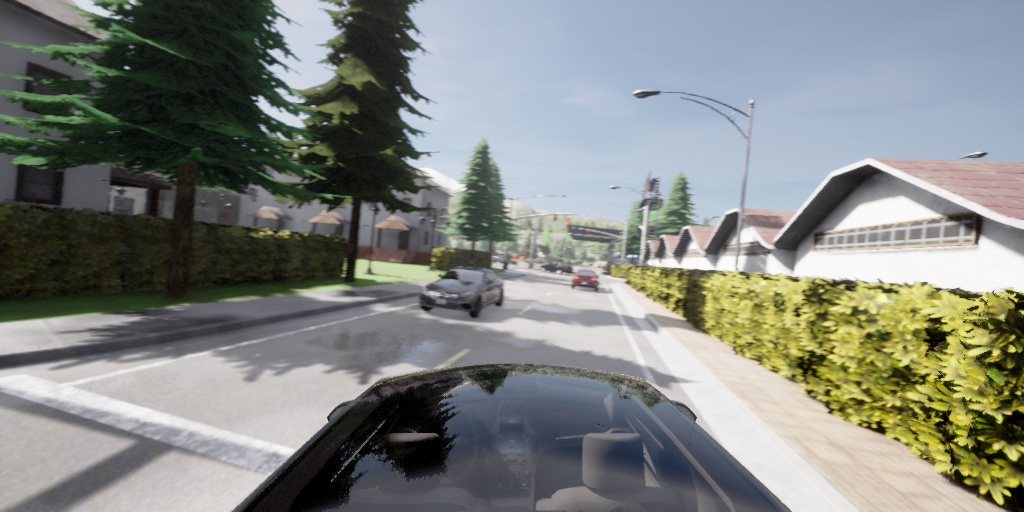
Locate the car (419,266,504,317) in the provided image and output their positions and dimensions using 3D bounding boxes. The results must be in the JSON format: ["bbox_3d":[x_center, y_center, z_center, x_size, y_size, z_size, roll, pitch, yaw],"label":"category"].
[{"bbox_3d":[-1.511,1.101,12.607,1.812,1.442,4.674,5,0,13],"label":"car"}]

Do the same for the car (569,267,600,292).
[{"bbox_3d":[5.456,1.719,26.549,1.812,1.442,4.674,5,0,13],"label":"car"}]

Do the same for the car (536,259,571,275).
[{"bbox_3d":[5.667,1.532,45.966,1.837,1.490,4.892,6,0,-39],"label":"car"}]
